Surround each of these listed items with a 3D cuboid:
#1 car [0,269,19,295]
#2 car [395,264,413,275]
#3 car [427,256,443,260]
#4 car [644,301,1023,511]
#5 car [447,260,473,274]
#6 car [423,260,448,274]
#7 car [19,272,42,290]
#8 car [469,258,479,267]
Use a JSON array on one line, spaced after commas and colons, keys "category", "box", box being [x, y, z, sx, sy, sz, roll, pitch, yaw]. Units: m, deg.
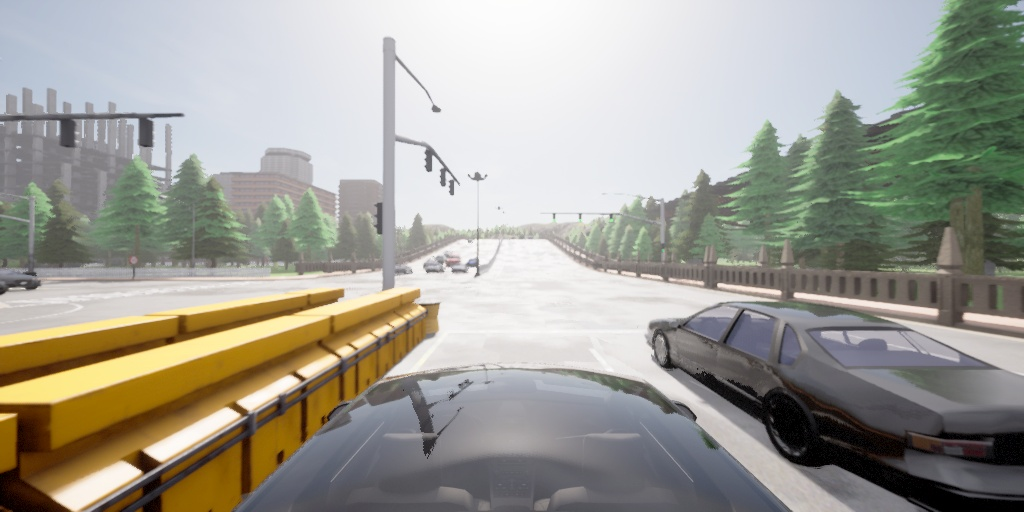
[{"category": "car", "box": [-29.089, 1.455, 18.570, 4.181, 1.385, 1.994, 0, 0, 2]}, {"category": "car", "box": [-14.004, 1.672, 45.313, 1.994, 1.385, 4.181, 0, 0, 0]}, {"category": "car", "box": [-14.007, 1.283, 62.104, 2.128, 1.511, 4.902, 0, 3, 1]}, {"category": "car", "box": [3.580, 1.324, 4.838, 2.033, 1.411, 5.357, 0, 0, 0]}, {"category": "car", "box": [-7.094, 1.678, 49.321, 2.033, 1.411, 5.357, 0, 0, 0]}, {"category": "car", "box": [-10.593, 1.679, 49.721, 2.033, 1.411, 5.357, 0, 0, 0]}, {"category": "car", "box": [-32.093, 1.485, 22.183, 4.181, 1.385, 1.994, 0, 0, 2]}, {"category": "car", "box": [-7.007, 1.152, 64.078, 1.882, 1.535, 5.008, 0, 4, 1]}]
